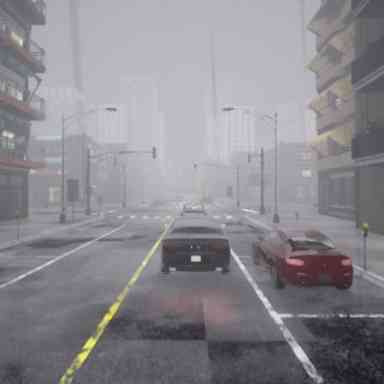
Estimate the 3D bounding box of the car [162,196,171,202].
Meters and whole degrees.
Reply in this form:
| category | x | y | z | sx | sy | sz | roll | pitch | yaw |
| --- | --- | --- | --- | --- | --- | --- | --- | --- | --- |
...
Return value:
| category | x | y | z | sx | sy | sz | roll | pitch | yaw |
| --- | --- | --- | --- | --- | --- | --- | --- | --- | --- |
| car | -5.686 | 1.531 | 74.417 | 1.752 | 1.417 | 4.829 | 0 | 0 | 0 |

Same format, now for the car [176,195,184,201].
| category | x | y | z | sx | sy | sz | roll | pitch | yaw |
| --- | --- | --- | --- | --- | --- | --- | --- | --- | --- |
| car | -2.997 | 1.534 | 85.983 | 1.812 | 1.442 | 4.674 | 0 | 0 | 0 |

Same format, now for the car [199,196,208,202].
| category | x | y | z | sx | sy | sz | roll | pitch | yaw |
| --- | --- | --- | --- | --- | --- | --- | --- | --- | --- |
| car | 2.694 | 1.577 | 80.113 | 1.947 | 1.339 | 4.313 | 0 | 0 | 0 |

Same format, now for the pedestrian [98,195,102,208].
| category | x | y | z | sx | sy | sz | roll | pitch | yaw |
| --- | --- | --- | --- | --- | --- | --- | --- | --- | --- |
| pedestrian | -12.510 | 1.273 | 45.272 | 0.375 | 1.860 | 0.375 | 0 | 1 | 0 |

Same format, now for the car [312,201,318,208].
| category | x | y | z | sx | sy | sz | roll | pitch | yaw |
| --- | --- | --- | --- | --- | --- | --- | --- | --- | --- |
| car | 17.490 | 1.342 | 42.334 | 4.313 | 1.339 | 1.947 | -1 | 1 | 0 |

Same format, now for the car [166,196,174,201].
| category | x | y | z | sx | sy | sz | roll | pitch | yaw |
| --- | --- | --- | --- | --- | --- | --- | --- | --- | --- |
| car | -5.687 | 1.599 | 85.638 | 1.802 | 1.307 | 4.206 | 0 | 0 | 0 |

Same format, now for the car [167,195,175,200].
| category | x | y | z | sx | sy | sz | roll | pitch | yaw |
| --- | --- | --- | --- | --- | --- | --- | --- | --- | --- |
| car | -5.686 | 1.607 | 91.162 | 1.802 | 1.307 | 4.206 | 0 | 0 | 0 |

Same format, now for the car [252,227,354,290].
| category | x | y | z | sx | sy | sz | roll | pitch | yaw |
| --- | --- | --- | --- | --- | --- | --- | --- | --- | --- |
| car | 2.693 | 1.576 | 8.784 | 1.802 | 1.307 | 4.206 | 0 | 0 | 0 |

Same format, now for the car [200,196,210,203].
| category | x | y | z | sx | sy | sz | roll | pitch | yaw |
| --- | --- | --- | --- | --- | --- | --- | --- | --- | --- |
| car | 2.693 | 1.567 | 69.062 | 1.947 | 1.339 | 4.313 | 0 | 0 | 0 |

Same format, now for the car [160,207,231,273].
| category | x | y | z | sx | sy | sz | roll | pitch | yaw |
| --- | --- | --- | --- | --- | --- | --- | --- | --- | --- |
| car | 0.100 | 1.471 | 10.627 | 1.882 | 1.535 | 5.008 | 0 | 0 | 0 |

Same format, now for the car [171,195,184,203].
| category | x | y | z | sx | sy | sz | roll | pitch | yaw |
| --- | --- | --- | --- | --- | --- | --- | --- | --- | --- |
| car | -2.998 | 1.542 | 70.391 | 2.033 | 1.411 | 5.357 | 0 | 0 | 0 |

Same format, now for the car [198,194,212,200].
| category | x | y | z | sx | sy | sz | roll | pitch | yaw |
| --- | --- | --- | --- | --- | --- | --- | --- | --- | --- |
| car | 2.694 | 1.312 | 63.536 | 2.192 | 1.841 | 5.009 | 0 | 0 | 0 |

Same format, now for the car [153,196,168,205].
| category | x | y | z | sx | sy | sz | roll | pitch | yaw |
| --- | --- | --- | --- | --- | --- | --- | --- | --- | --- |
| car | -5.775 | 1.538 | 58.014 | 1.887 | 1.381 | 4.507 | 0 | 0 | 0 |

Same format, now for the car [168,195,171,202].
| category | x | y | z | sx | sy | sz | roll | pitch | yaw |
| --- | --- | --- | --- | --- | --- | --- | --- | --- | --- |
| car | -5.687 | 1.562 | 63.536 | 1.947 | 1.339 | 4.313 | 0 | 0 | 0 |

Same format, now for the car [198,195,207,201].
| category | x | y | z | sx | sy | sz | roll | pitch | yaw |
| --- | --- | --- | --- | --- | --- | --- | --- | --- | --- |
| car | 2.694 | 1.568 | 85.638 | 2.008 | 1.369 | 4.403 | 0 | 0 | 0 |

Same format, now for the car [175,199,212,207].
| category | x | y | z | sx | sy | sz | roll | pitch | yaw |
| --- | --- | --- | --- | --- | --- | --- | --- | --- | --- |
| car | 0.102 | 1.481 | 21.692 | 2.128 | 1.511 | 4.902 | 0 | 0 | 0 |
